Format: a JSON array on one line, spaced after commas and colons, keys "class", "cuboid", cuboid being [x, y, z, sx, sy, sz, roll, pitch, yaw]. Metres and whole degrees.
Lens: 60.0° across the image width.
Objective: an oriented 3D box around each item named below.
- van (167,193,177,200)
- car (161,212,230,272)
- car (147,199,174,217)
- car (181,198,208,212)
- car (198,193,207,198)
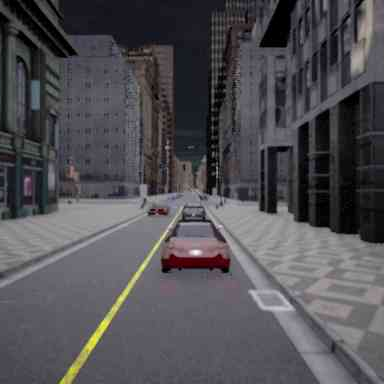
[{"class": "van", "cuboid": [-5.479, 1.309, 84.485, 1.690, 1.788, 3.998, 0, 0, 0]}, {"class": "car", "cuboid": [0.109, 1.576, 10.864, 1.994, 1.385, 4.181, 0, 0, 0]}, {"class": "car", "cuboid": [-3.037, 1.620, 31.245, 1.895, 1.301, 4.718, 0, 0, 0]}, {"class": "car", "cuboid": [0.142, 1.510, 27.232, 2.128, 1.511, 4.902, 0, 0, 0]}, {"class": "car", "cuboid": [3.045, 1.534, 84.414, 1.947, 1.339, 4.313, 0, 0, 0]}]
